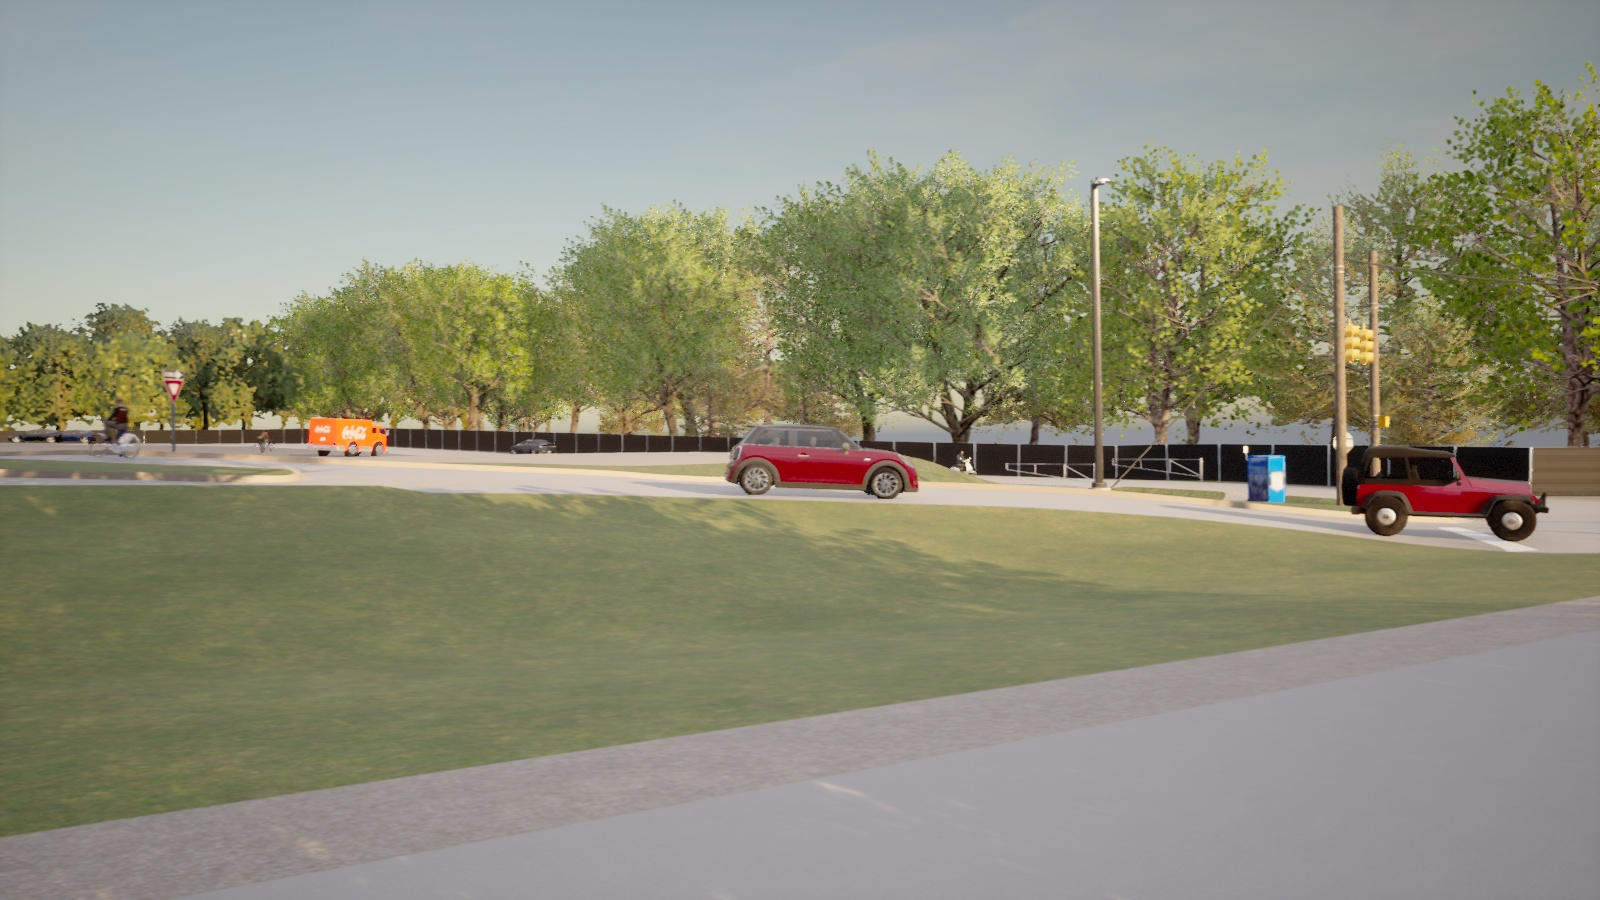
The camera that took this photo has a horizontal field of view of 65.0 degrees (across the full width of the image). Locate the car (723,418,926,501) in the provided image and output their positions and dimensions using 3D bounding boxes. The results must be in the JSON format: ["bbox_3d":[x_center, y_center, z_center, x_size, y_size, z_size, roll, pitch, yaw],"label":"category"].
[{"bbox_3d":[0.519,0.211,29.696,4.553,1.767,2.097,1,1,-5],"label":"car"}]

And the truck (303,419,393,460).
[{"bbox_3d":[-29.041,-0.640,80.951,2.627,2.467,5.204,2,0,21],"label":"truck"}]

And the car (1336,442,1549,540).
[{"bbox_3d":[13.485,0.806,26.513,3.866,1.878,1.905,1,1,27],"label":"car"}]

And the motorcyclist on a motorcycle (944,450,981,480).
[{"bbox_3d":[8.669,0.796,67.195,0.866,1.590,1.817,-2,2,-41],"label":"motorcyclist on a motorcycle"}]

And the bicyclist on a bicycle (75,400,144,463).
[{"bbox_3d":[-19.922,-0.536,36.248,1.843,1.776,0.659,1,1,18],"label":"bicyclist on a bicycle"}]
